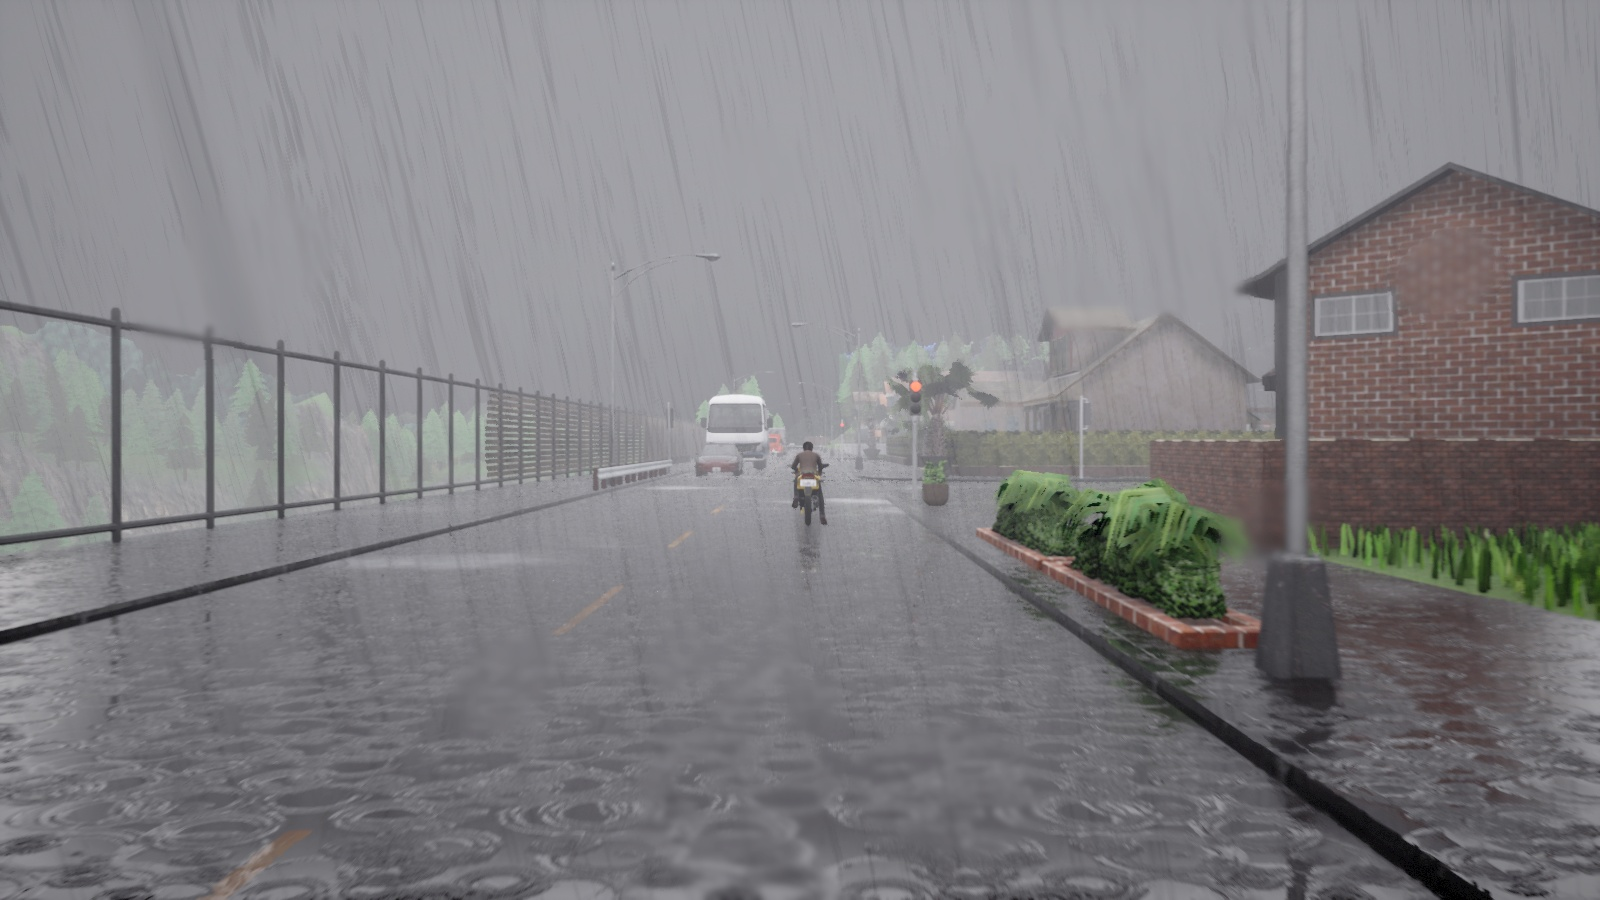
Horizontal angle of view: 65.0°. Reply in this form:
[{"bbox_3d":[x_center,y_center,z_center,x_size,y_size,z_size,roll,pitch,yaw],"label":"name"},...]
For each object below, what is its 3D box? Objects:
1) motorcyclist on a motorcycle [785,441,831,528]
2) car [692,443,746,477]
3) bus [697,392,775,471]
[{"bbox_3d":[0.146,0.599,22.987,0.797,1.523,2.044,0,0,0],"label":"motorcyclist on a motorcycle"},{"bbox_3d":[-3.658,0.420,57.415,2.163,1.488,4.792,0,0,0],"label":"car"},{"bbox_3d":[-3.562,-1.045,73.117,3.944,4.253,10.273,0,0,0],"label":"bus"}]
